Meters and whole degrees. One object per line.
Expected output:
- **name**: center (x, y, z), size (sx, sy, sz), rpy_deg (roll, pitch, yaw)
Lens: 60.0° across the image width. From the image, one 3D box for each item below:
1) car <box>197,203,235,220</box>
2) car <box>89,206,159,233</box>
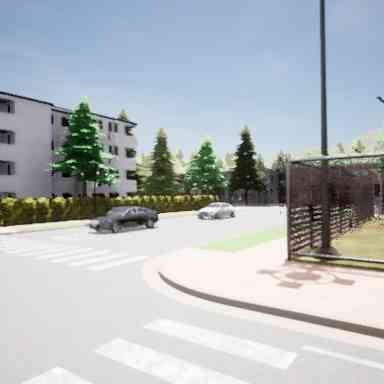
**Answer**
- **car**: center (2.284, 1.696, 30.142), size (1.812, 1.442, 4.674), rpy_deg (-1, -1, 35)
- **car**: center (-4.182, 1.668, 21.034), size (2.128, 1.511, 4.902), rpy_deg (-1, -1, 36)
